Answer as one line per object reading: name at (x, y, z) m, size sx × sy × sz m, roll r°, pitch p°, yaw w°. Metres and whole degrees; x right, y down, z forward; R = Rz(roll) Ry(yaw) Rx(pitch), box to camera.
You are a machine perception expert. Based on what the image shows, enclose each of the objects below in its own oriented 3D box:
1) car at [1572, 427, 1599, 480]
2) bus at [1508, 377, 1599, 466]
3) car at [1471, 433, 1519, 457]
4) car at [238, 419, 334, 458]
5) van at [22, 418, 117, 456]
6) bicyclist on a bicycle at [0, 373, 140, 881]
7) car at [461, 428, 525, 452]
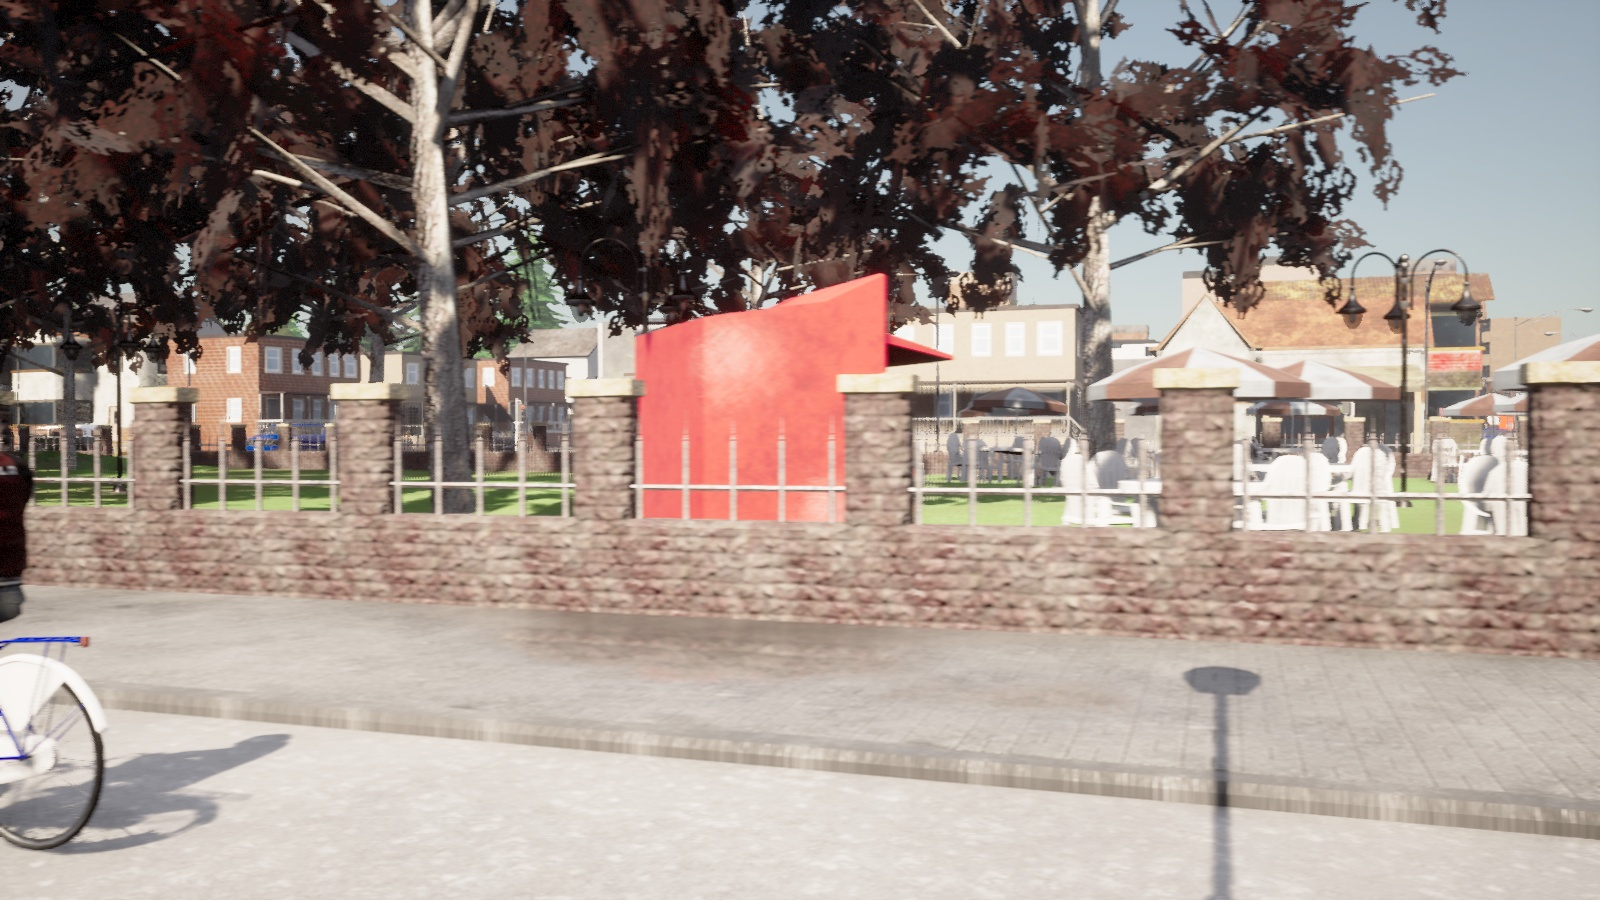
car at (28.698, 0.121, 41.943) m, size 4.553 × 1.767 × 2.097 m, roll 0°, pitch 1°, yaw 15°
bus at (39.981, -1.440, 64.996) m, size 3.944 × 4.253 × 10.273 m, roll 1°, pitch 1°, yaw 19°
car at (46.323, -0.363, 83.790) m, size 1.882 × 1.535 × 5.008 m, roll 1°, pitch 1°, yaw 19°
car at (-27.859, -0.653, 68.295) m, size 2.150 × 2.045 × 5.566 m, roll 0°, pitch 1°, yaw 11°
van at (-40.328, -0.712, 69.322) m, size 4.480 × 2.038 × 2.069 m, roll 1°, pitch 1°, yaw 18°
bicyclist on a bicycle at (-3.580, 0.605, 4.925) m, size 1.843 × 1.776 × 0.659 m, roll 1°, pitch 1°, yaw 19°
car at (-21.505, -0.736, 88.168) m, size 2.033 × 1.649 × 4.856 m, roll 1°, pitch 1°, yaw 19°
